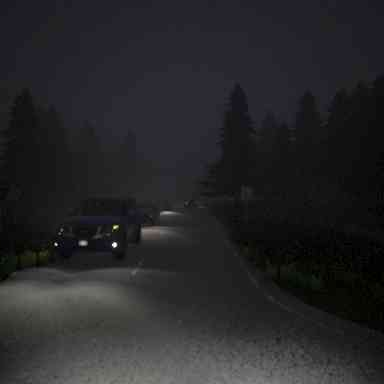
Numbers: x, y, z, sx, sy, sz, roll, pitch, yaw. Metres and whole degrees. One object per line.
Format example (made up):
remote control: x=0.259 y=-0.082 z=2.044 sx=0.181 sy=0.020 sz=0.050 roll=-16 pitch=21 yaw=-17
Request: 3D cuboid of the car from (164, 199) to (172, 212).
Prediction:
car: x=-3.341 y=1.505 z=38.436 sx=1.994 sy=1.385 sz=4.181 roll=1 pitch=0 yaw=0

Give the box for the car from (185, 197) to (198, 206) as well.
car: x=-0.093 y=1.556 z=54.443 sx=1.895 sy=1.301 sz=4.718 roll=1 pitch=0 yaw=0

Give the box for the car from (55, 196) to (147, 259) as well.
car: x=-3.306 y=1.196 z=12.875 sx=2.150 sy=2.045 sz=5.566 roll=1 pitch=0 yaw=0

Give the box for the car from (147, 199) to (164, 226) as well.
car: x=-3.329 y=1.438 z=23.512 sx=1.882 sy=1.535 sz=5.008 roll=1 pitch=0 yaw=0

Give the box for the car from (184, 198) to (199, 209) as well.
car: x=-0.073 y=1.494 z=44.413 sx=1.812 sy=1.442 sz=4.674 roll=1 pitch=0 yaw=0
